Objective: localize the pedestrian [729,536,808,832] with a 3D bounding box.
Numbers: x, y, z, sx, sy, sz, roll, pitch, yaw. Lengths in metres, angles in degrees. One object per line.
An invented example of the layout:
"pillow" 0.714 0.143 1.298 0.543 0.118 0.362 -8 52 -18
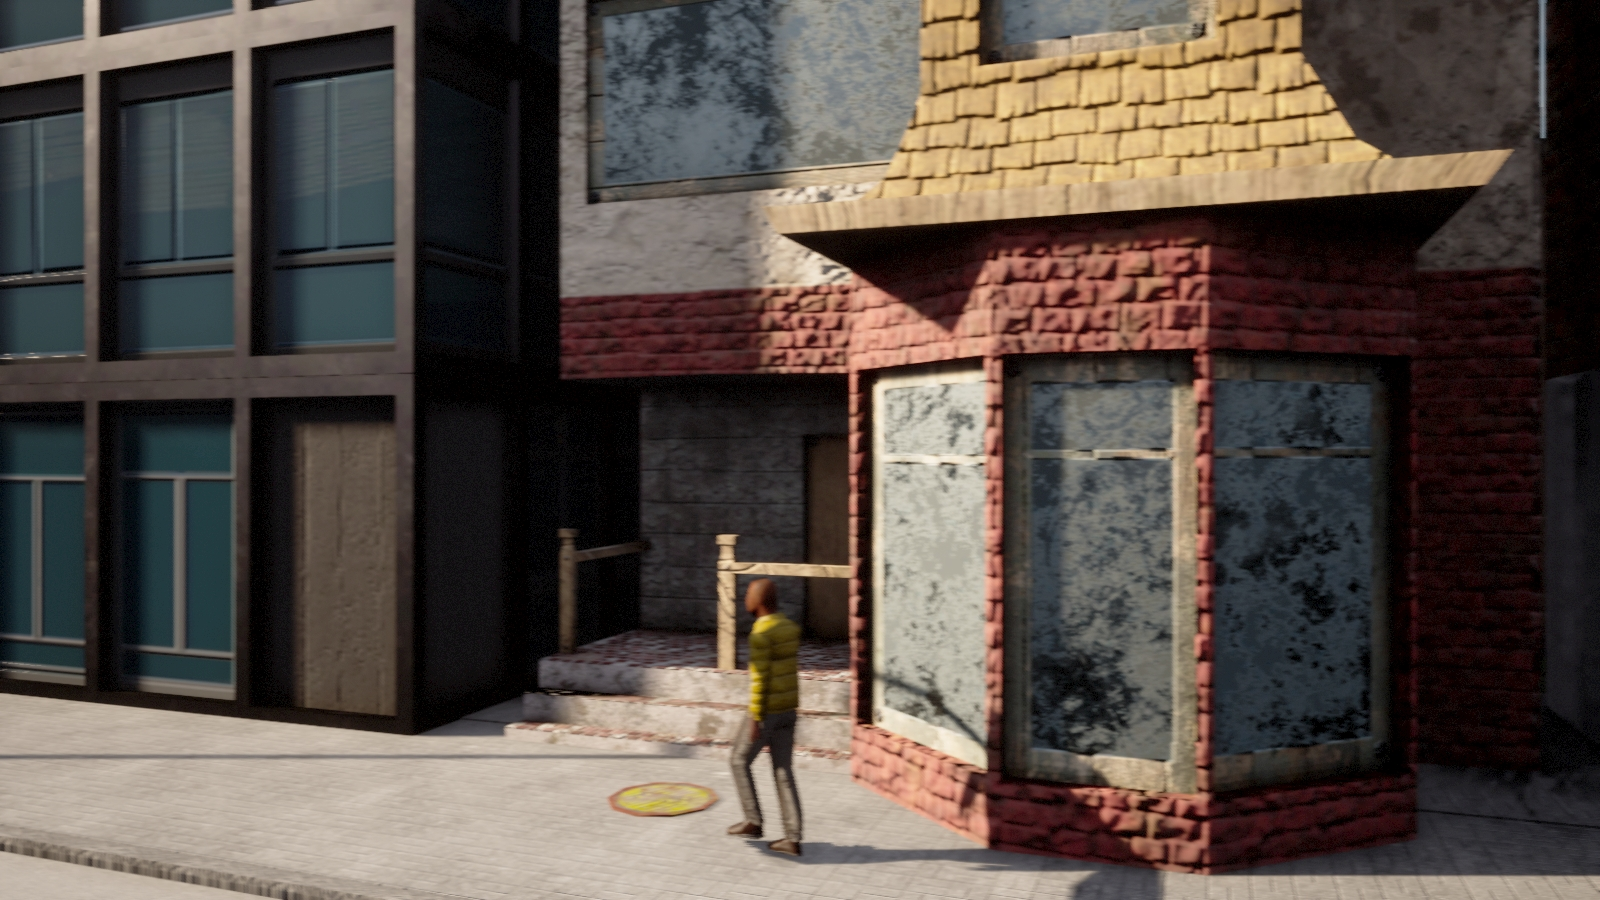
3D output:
"pedestrian" -0.207 1.523 7.606 0.375 1.860 0.375 0 0 37
